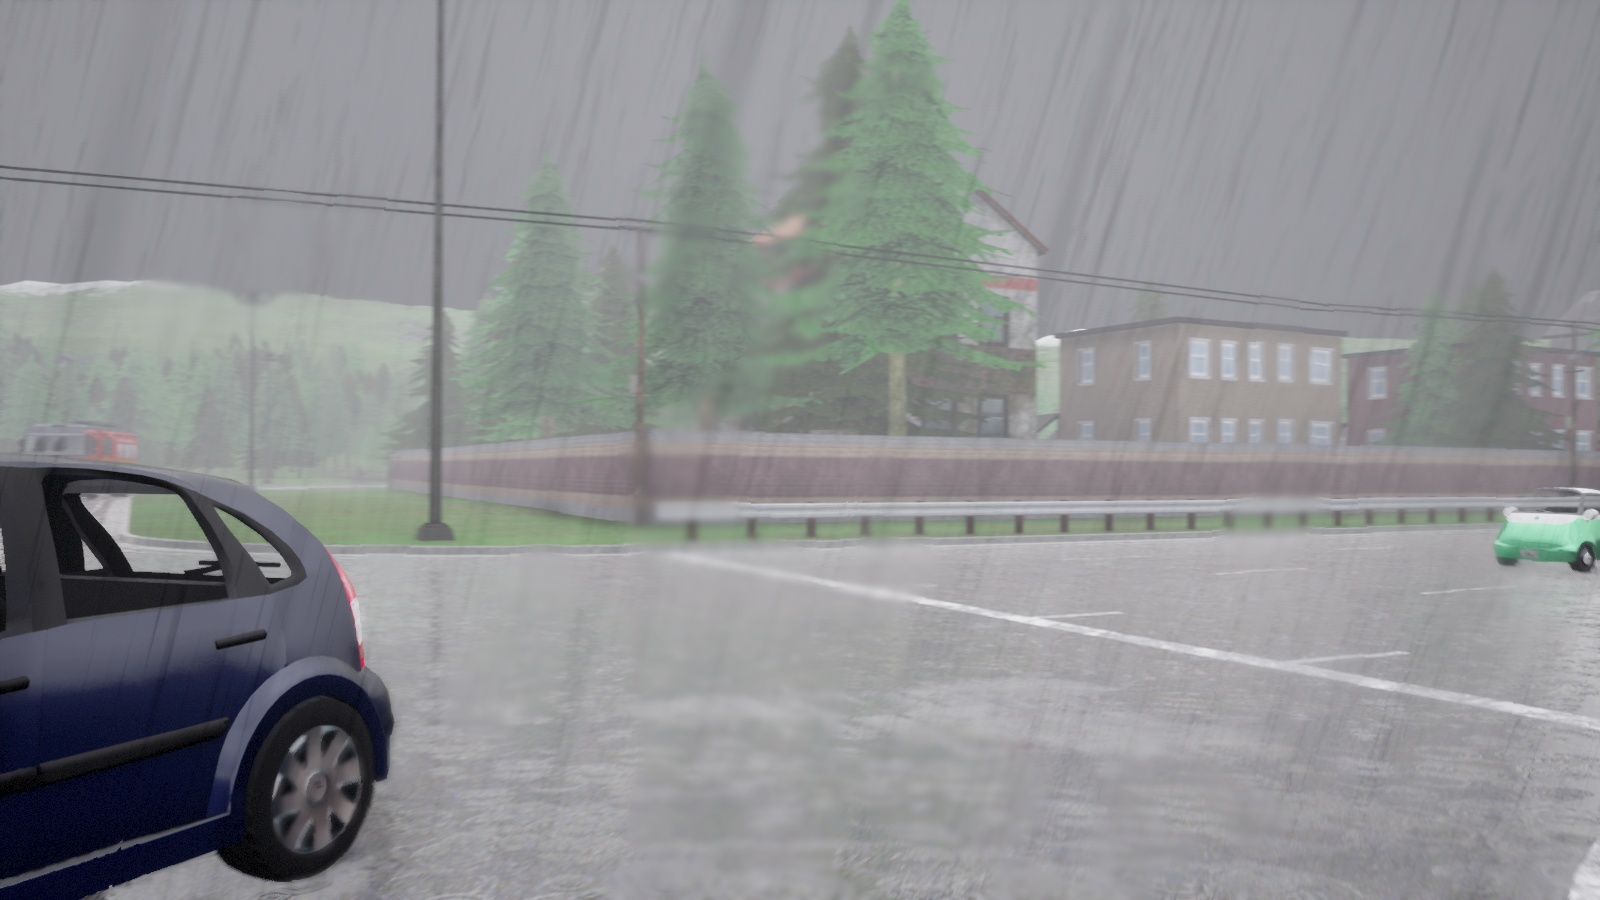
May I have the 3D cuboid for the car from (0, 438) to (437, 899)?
[{"bbox_3d":[-3.099,0.782,3.770,1.851,1.617,3.988,-1,-1,20],"label":"car"}]

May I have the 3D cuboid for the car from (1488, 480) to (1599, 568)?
[{"bbox_3d":[12.956,1.201,21.095,2.207,1.376,1.481,1,-1,-28],"label":"car"}]

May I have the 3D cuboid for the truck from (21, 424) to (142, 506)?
[{"bbox_3d":[-35.794,0.777,62.977,2.891,3.827,8.468,0,-1,-13],"label":"truck"}]
